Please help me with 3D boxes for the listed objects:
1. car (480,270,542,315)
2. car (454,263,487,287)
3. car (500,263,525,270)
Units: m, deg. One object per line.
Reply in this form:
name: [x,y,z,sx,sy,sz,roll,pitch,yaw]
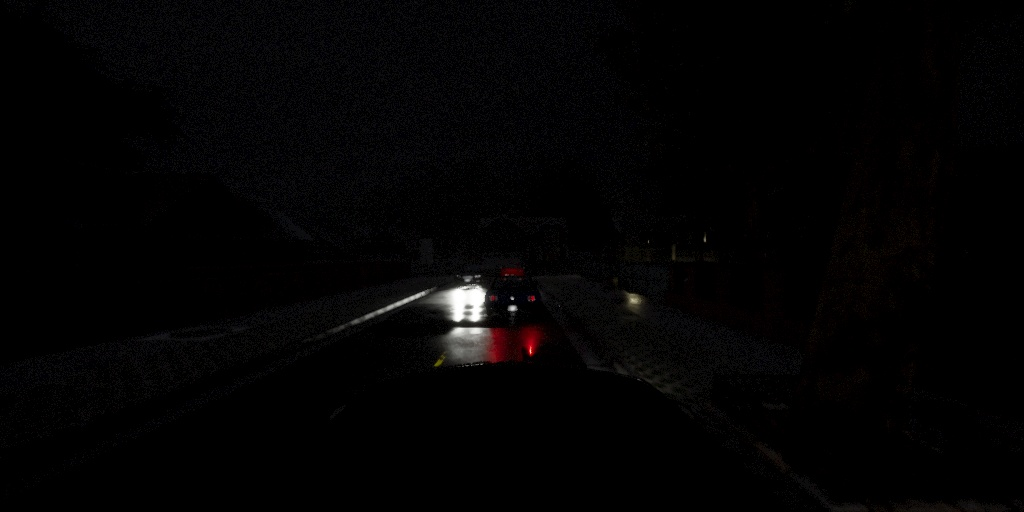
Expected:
car: [0.039,1.384,13.682,1.895,1.301,4.718,0,0,0]
car: [-2.798,1.281,25.093,2.128,1.511,4.902,0,0,1]
car: [0.039,1.269,28.707,1.882,1.535,5.008,0,0,1]
